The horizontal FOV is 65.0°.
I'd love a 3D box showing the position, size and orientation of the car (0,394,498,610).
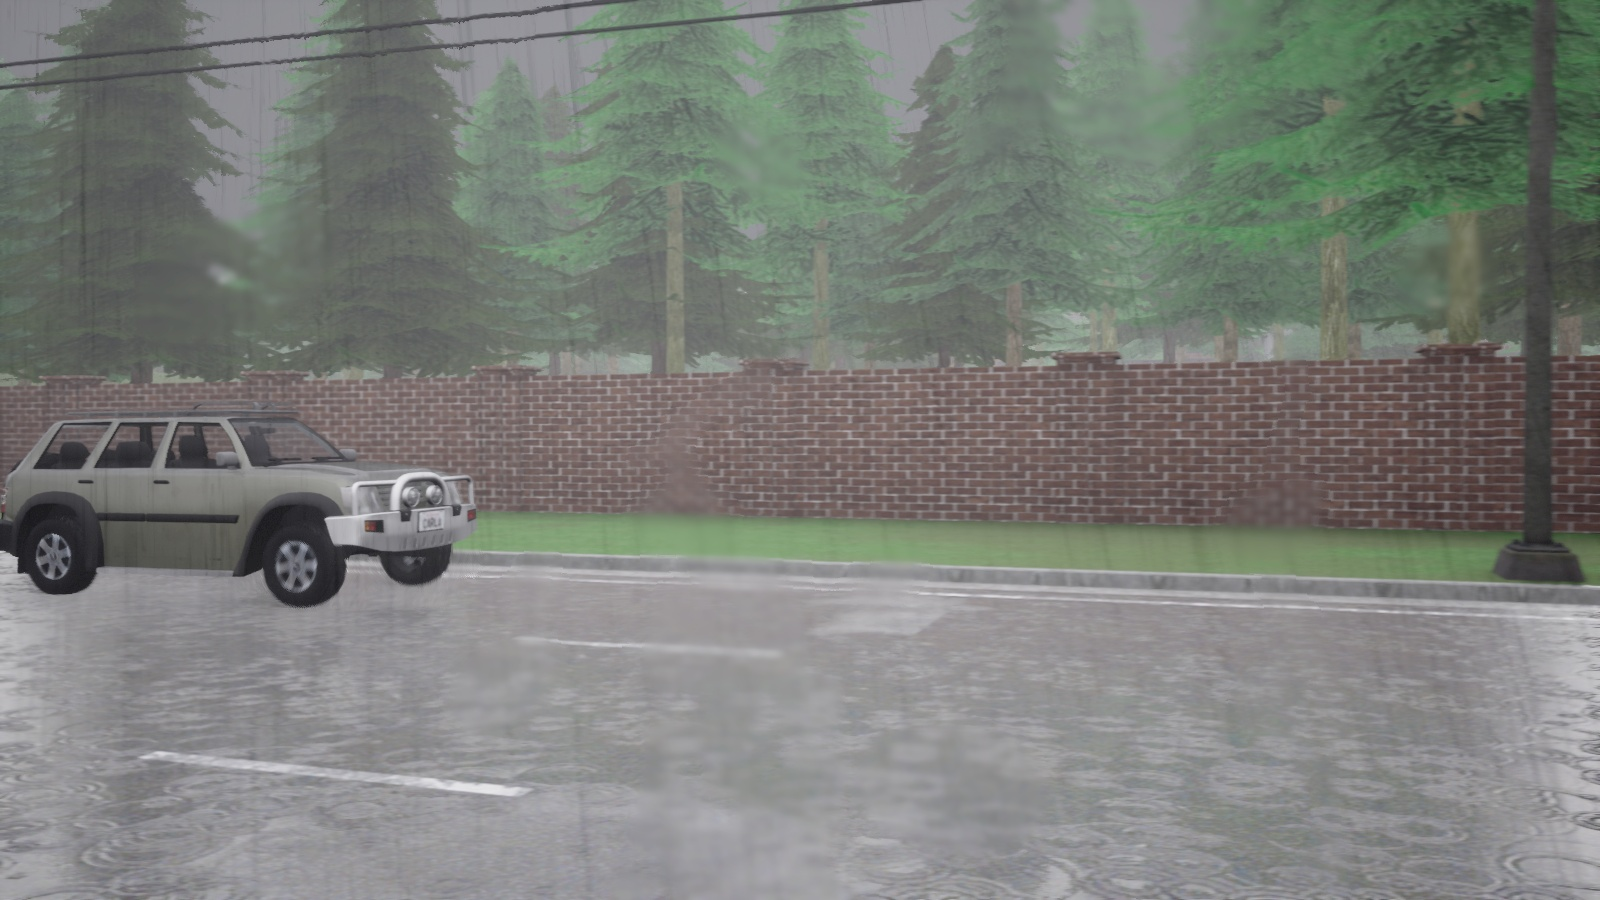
[{"bbox_3d":[-5.531,0.424,12.437,4.605,1.855,1.932,0,1,19],"label":"car"}]
